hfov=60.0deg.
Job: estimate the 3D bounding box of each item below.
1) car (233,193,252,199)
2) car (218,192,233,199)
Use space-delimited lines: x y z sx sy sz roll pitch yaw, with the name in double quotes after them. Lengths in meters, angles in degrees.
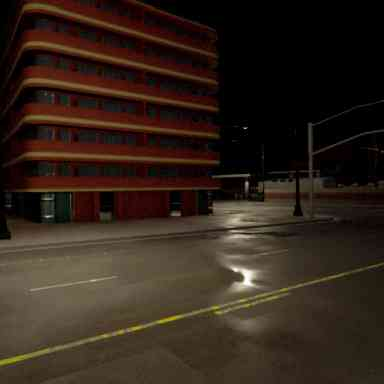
12.938 1.065 81.982 3.806 1.475 1.970 -1 1 -35 "car"
8.968 0.933 86.204 4.611 1.667 2.242 -1 1 -35 "car"
